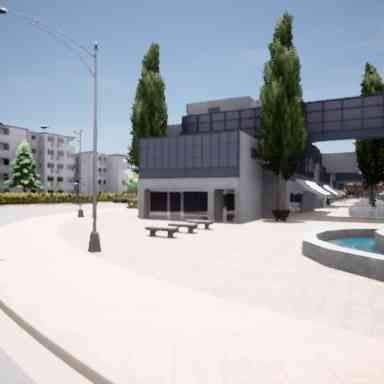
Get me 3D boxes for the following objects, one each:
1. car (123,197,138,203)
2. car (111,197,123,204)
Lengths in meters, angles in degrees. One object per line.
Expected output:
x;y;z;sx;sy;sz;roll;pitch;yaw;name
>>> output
-10.734;1.633;65.703;1.882;1.535;5.008;0;0;28;car
-14.087;1.721;66.817;1.895;1.301;4.718;0;0;27;car
